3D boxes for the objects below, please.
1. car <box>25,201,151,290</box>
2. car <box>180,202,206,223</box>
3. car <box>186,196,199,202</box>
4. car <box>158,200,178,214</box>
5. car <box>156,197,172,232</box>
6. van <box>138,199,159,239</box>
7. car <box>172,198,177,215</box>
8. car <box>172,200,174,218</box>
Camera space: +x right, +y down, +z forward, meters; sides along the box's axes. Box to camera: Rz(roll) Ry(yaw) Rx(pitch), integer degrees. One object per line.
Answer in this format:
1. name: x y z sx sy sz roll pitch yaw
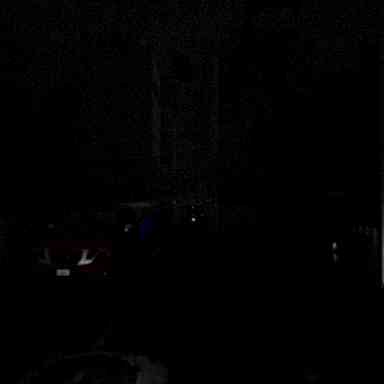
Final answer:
1. car: -2.631 1.331 9.311 2.192 1.841 5.009 0 0 0
2. car: 0.098 1.658 25.612 1.895 1.301 4.718 0 0 0
3. car: 0.091 1.584 40.722 1.882 1.535 5.008 0 -1 0
4. car: -2.630 1.646 37.380 2.008 1.369 4.403 0 0 0
5. car: -2.631 1.357 20.539 2.192 1.841 5.009 0 0 0
6. van: -2.631 1.369 14.925 1.690 1.788 3.998 0 0 0
7. car: -2.630 1.392 31.767 2.192 1.841 5.009 0 0 0
8. car: -2.631 1.584 25.983 1.752 1.417 4.829 0 0 0
